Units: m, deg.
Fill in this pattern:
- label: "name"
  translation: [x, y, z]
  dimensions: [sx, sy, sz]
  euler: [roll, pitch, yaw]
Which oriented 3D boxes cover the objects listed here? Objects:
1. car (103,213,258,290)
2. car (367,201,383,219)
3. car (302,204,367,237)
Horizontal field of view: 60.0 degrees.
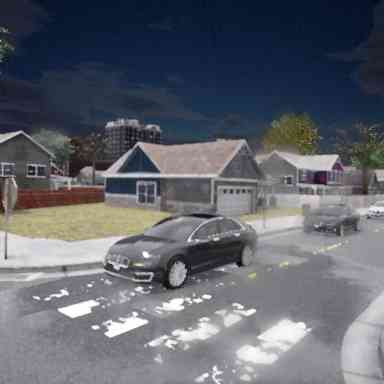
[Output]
- label: "car"
  translation: [-0.021, 1.354, 8.908]
  dimensions: [1.837, 1.490, 4.892]
  euler: [2, 1, 41]
- label: "car"
  translation: [15.745, 1.484, 27.260]
  dimensions: [1.812, 1.442, 4.674]
  euler: [2, 1, 40]
- label: "car"
  translation: [7.521, 1.404, 17.694]
  dimensions: [1.837, 1.490, 4.892]
  euler: [2, 1, 41]
